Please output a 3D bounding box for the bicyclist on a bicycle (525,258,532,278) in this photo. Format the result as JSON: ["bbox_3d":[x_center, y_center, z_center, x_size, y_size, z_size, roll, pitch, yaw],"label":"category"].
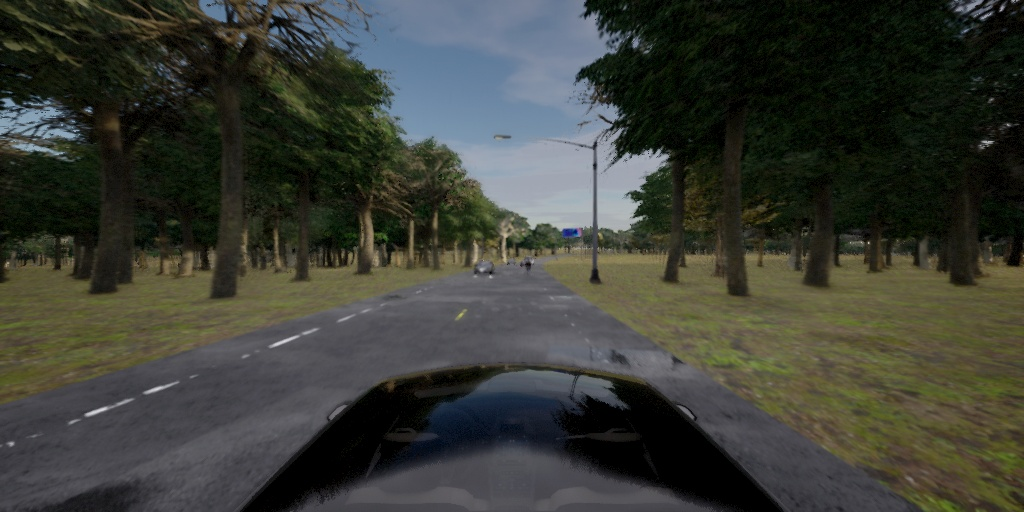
[{"bbox_3d":[1.526,1.096,33.159,0.659,1.776,1.843,0,0,2],"label":"bicyclist on a bicycle"}]

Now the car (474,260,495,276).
[{"bbox_3d":[-2.823,1.203,37.577,2.128,1.511,4.902,0,0,3],"label":"car"}]
